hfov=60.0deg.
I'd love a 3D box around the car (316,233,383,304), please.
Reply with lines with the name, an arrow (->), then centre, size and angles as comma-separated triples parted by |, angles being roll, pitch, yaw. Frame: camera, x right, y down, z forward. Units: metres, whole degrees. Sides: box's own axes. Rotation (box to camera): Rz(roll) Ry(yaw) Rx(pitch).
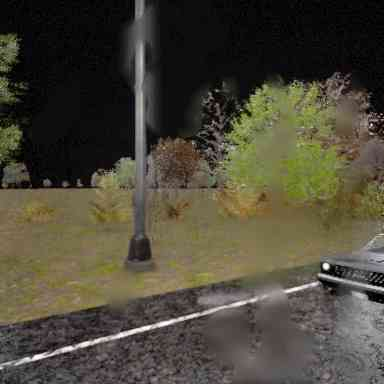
car -> 4.902, 1.600, 7.408 | 4.718, 1.301, 1.895 | 0, 0, -35
